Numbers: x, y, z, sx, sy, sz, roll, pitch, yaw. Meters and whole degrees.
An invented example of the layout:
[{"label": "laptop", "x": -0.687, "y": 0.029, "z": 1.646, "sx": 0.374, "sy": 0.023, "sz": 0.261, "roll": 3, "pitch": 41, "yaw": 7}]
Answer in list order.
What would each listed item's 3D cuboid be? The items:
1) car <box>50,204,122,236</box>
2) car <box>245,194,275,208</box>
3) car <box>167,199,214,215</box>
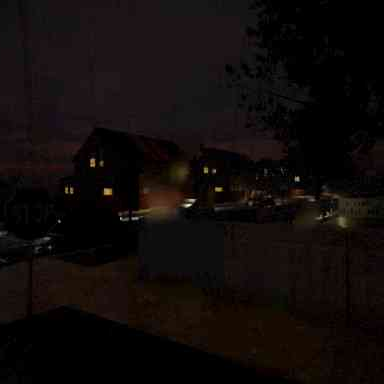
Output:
[{"label": "car", "x": -5.704, "y": 1.358, "z": 17.370, "sx": 1.994, "sy": 1.385, "sz": 4.181, "roll": 2, "pitch": 2, "yaw": 36}, {"label": "car", "x": 7.398, "y": 0.941, "z": 35.989, "sx": 2.128, "sy": 1.511, "sz": 4.902, "roll": 2, "pitch": 2, "yaw": 36}, {"label": "car", "x": -0.009, "y": 1.207, "z": 25.488, "sx": 1.994, "sy": 1.385, "sz": 4.181, "roll": 2, "pitch": 2, "yaw": 35}]
